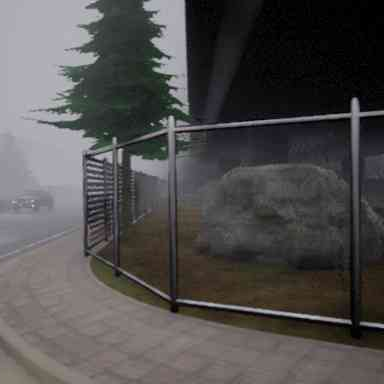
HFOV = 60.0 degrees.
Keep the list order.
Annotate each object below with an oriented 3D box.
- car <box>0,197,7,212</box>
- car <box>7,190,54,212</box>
[{"bbox_3d":[-19.158,1.248,33.231,1.994,1.385,4.181,-1,1,-2],"label":"car"},{"bbox_3d":[-15.660,0.805,33.141,2.150,2.045,5.566,-1,1,-2],"label":"car"}]
